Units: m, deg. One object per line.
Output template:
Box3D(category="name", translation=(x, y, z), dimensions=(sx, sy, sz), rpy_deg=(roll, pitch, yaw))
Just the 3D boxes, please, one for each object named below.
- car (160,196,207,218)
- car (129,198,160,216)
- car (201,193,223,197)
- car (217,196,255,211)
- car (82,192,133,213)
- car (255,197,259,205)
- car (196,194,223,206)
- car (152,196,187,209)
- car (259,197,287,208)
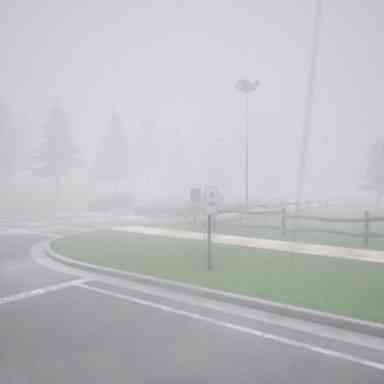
Box3D(category="car", translation=(-0.284, 1.401, 29.673), dimensions=(1.882, 1.535, 5.008), rpy_deg=(0, 0, 35))
Box3D(category="car", translation=(-3.491, 1.473, 31.197), dimensions=(1.994, 1.385, 4.181), rpy_deg=(0, 0, 35))
Box3D(category="car", translation=(1.869, 1.129, 38.814), dimensions=(2.150, 2.045, 5.566), rpy_deg=(0, 0, 35))
Box3D(category="car", translation=(4.925, 1.448, 37.071), dimensions=(1.812, 1.442, 4.674), rpy_deg=(0, 0, 35))
Box3D(category="car", translation=(-8.616, 1.100, 36.061), dimensions=(2.150, 2.045, 5.566), rpy_deg=(0, 0, 35))
Box3D(category="car", translation=(8.612, 1.454, 48.379), dimensions=(2.033, 1.411, 5.357), rpy_deg=(0, 0, 35))
Box3D(category="car", translation=(2.820, 1.229, 52.300), dimensions=(2.097, 1.767, 4.553), rpy_deg=(0, 0, 35))
Box3D(category="car", translation=(-2.945, 1.355, 44.142), dimensions=(1.882, 1.535, 5.008), rpy_deg=(0, 0, 35))
Box3D(category="car", translation=(11.861, 1.469, 46.905), dimensions=(2.033, 1.411, 5.357), rpy_deg=(0, 0, 35))
